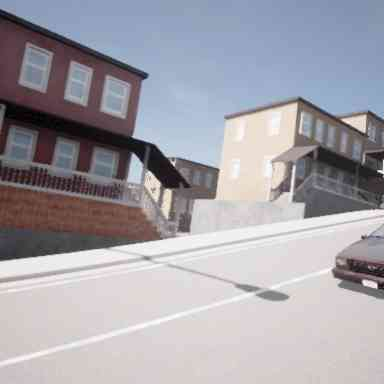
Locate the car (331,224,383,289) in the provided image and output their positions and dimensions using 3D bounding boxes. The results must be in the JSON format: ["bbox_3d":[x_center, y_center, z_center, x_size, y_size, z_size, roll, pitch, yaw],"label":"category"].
[{"bbox_3d":[5.601,1.275,7.985,5.357,1.411,2.033,-3,2,-36],"label":"car"}]
